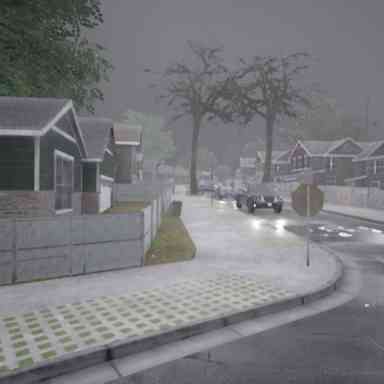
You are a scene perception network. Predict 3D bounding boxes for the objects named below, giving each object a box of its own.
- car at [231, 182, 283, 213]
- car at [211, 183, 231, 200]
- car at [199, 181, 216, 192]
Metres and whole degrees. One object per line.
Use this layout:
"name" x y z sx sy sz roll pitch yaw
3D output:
"car" 4.708 0.317 24.051 2.150 2.045 5.566 1 3 -6
"car" 3.549 0.068 35.404 1.812 1.442 4.674 1 3 -6
"car" 2.178 -0.580 49.197 2.033 1.411 5.357 1 3 -5
